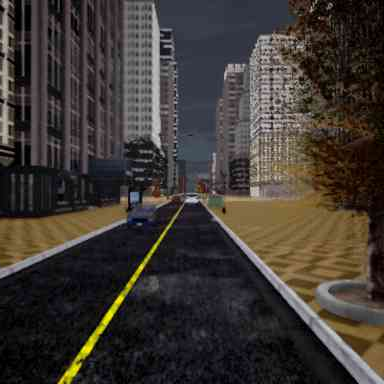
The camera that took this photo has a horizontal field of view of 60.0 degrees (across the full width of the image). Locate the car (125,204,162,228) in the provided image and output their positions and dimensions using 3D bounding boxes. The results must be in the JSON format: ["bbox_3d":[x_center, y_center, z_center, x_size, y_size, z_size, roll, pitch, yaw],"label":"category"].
[{"bbox_3d":[-3.109,1.544,22.395,2.033,1.411,5.357,0,0,0],"label":"car"}]

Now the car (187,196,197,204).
[{"bbox_3d":[-0.028,1.531,66.495,2.033,1.411,5.357,0,0,0],"label":"car"}]

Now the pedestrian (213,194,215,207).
[{"bbox_3d":[3.115,1.132,47.181,0.375,1.860,0.375,0,0,-1],"label":"pedestrian"}]

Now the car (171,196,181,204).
[{"bbox_3d":[-3.039,1.466,63.731,1.882,1.535,5.008,0,0,0],"label":"car"}]

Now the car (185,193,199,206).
[{"bbox_3d":[-0.023,1.208,55.099,2.150,2.045,5.566,0,0,0],"label":"car"}]
